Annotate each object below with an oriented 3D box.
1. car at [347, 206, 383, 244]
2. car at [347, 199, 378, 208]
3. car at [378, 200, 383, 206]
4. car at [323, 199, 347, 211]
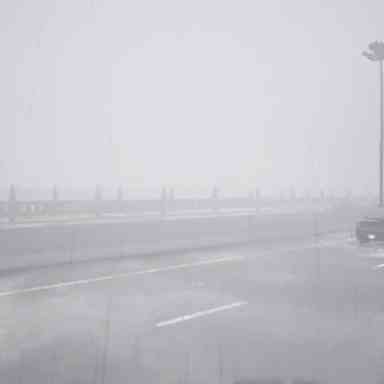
[{"bbox_3d":[9.051,1.506,14.522,4.892,1.490,1.837,0,0,-36],"label":"car"},{"bbox_3d":[18.393,1.528,34.348,4.674,1.442,1.812,0,0,-35],"label":"car"},{"bbox_3d":[19.654,1.507,30.949,4.892,1.490,1.837,0,0,-36],"label":"car"},{"bbox_3d":[16.760,1.495,37.481,4.902,1.511,2.128,0,0,-35],"label":"car"}]
